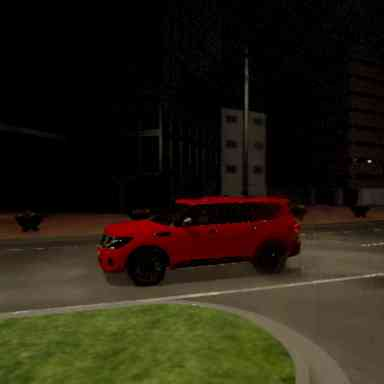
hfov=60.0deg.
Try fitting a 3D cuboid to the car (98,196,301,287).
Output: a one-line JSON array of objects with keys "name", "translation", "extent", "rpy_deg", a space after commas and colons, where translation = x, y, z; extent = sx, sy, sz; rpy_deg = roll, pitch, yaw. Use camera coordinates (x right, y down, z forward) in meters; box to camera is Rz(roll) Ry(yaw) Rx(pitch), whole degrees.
[{"name": "car", "translation": [0.301, 1.159, 9.166], "extent": [5.566, 2.045, 2.150], "rpy_deg": [0, 1, -19]}]
